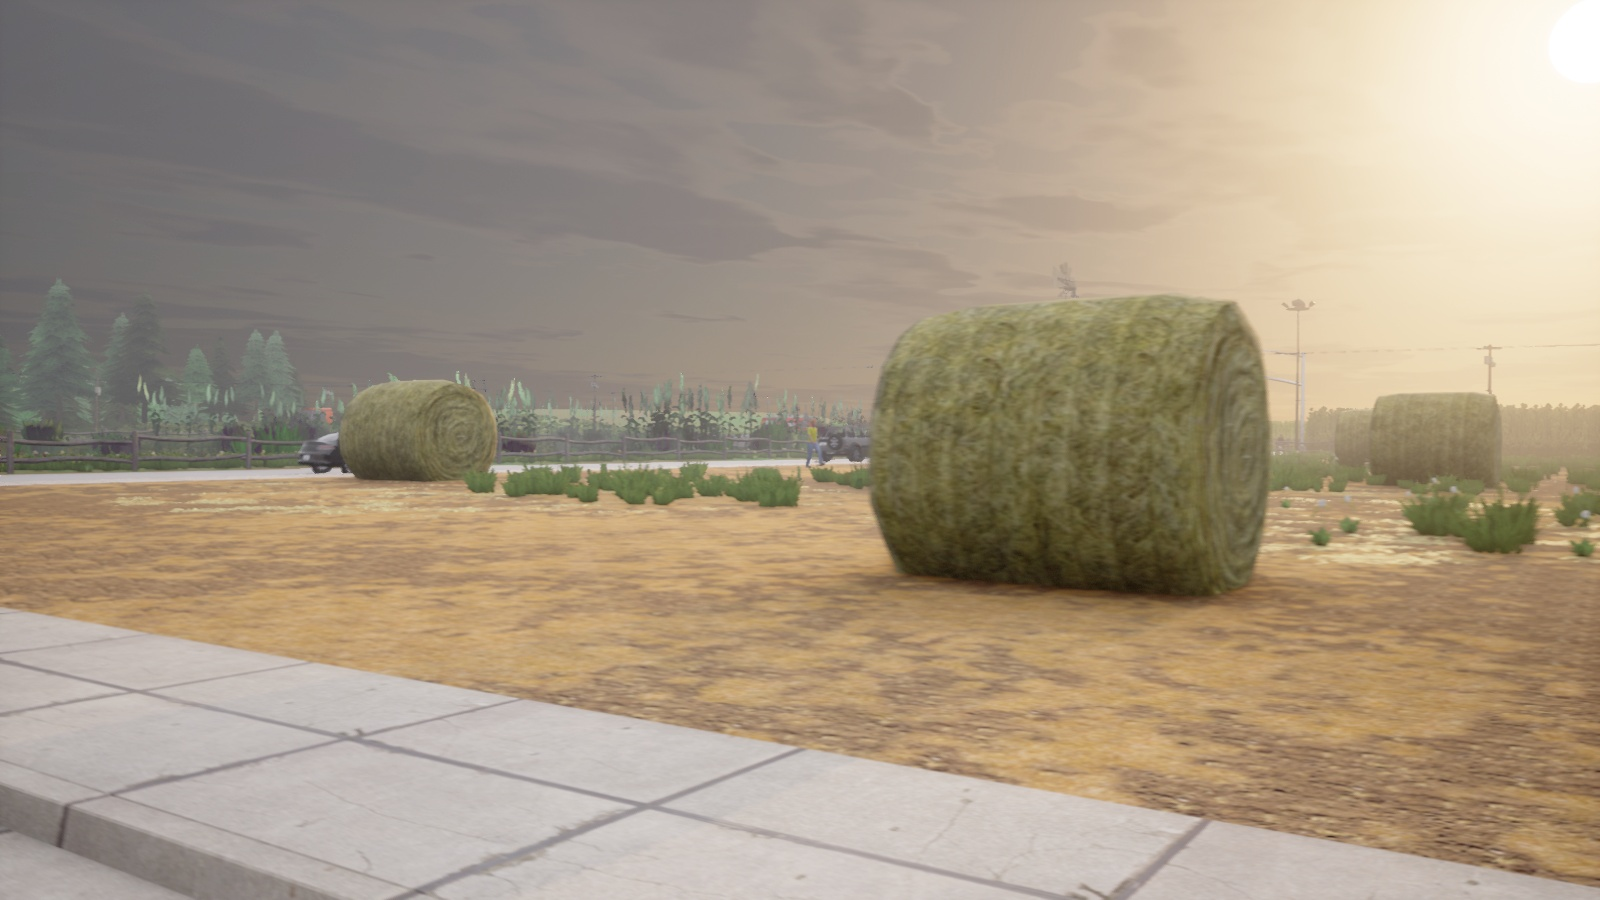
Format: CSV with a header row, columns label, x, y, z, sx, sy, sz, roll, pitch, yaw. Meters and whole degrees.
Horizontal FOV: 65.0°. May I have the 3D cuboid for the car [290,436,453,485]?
label,x,y,z,sx,sy,sz,roll,pitch,yaw
car,-13.527,0.300,39.922,1.812,1.442,4.674,0,1,36

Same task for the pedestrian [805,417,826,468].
label,x,y,z,sx,sy,sz,roll,pitch,yaw
pedestrian,0.559,-0.282,45.972,0.354,1.836,0.706,-1,1,-44

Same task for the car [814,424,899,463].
label,x,y,z,sx,sy,sz,roll,pitch,yaw
car,2.848,-0.361,62.145,1.932,1.855,4.605,0,1,36
